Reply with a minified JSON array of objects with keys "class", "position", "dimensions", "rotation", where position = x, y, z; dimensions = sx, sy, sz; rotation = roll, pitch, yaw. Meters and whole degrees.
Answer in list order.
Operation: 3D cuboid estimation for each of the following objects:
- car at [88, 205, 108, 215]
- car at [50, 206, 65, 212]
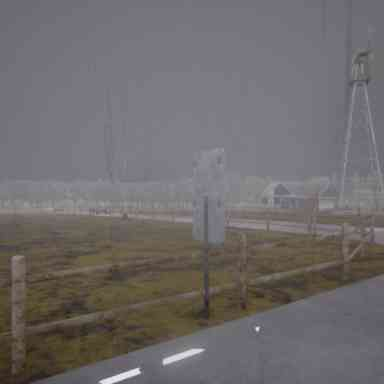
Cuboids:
[{"class":"car","position":[-14.906,2.770,52.715],"dimensions":[1.837,1.490,4.892],"rotation":[0,-2,-36]},{"class":"car","position":[-32.989,4.281,82.547],"dimensions":[1.812,1.442,4.674],"rotation":[0,-3,-36]}]
